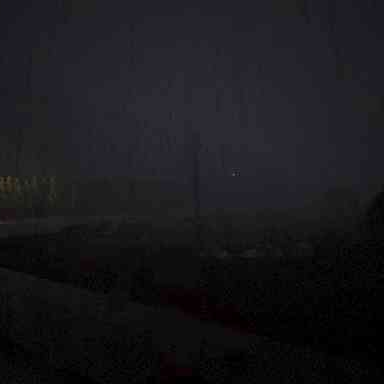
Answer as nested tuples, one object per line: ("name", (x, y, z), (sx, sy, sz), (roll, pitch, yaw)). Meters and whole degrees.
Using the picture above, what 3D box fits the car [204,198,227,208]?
("car", (3.729, 1.696, 51.380), (1.837, 1.490, 4.892), (0, 0, 33))

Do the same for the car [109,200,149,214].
("car", (-6.611, 1.649, 35.354), (1.837, 1.490, 4.892), (0, 0, 33))
